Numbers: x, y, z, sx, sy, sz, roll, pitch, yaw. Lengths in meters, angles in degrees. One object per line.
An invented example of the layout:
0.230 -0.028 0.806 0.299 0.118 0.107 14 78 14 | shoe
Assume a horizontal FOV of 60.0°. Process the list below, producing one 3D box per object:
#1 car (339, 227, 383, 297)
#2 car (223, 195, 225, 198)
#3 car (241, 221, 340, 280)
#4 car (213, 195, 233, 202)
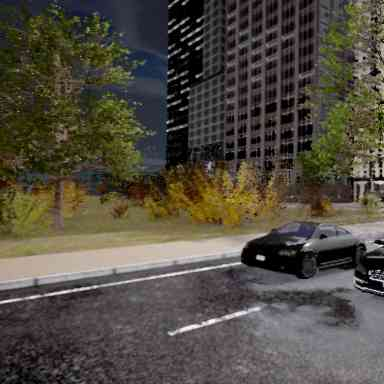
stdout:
5.711 1.544 7.751 4.892 1.490 1.837 0 0 -35 | car
7.594 1.560 65.706 1.812 1.442 4.674 1 -1 -33 | car
3.482 1.602 10.153 4.181 1.385 1.994 0 0 -35 | car
7.281 1.537 77.904 2.128 1.511 4.902 1 -1 -34 | car
